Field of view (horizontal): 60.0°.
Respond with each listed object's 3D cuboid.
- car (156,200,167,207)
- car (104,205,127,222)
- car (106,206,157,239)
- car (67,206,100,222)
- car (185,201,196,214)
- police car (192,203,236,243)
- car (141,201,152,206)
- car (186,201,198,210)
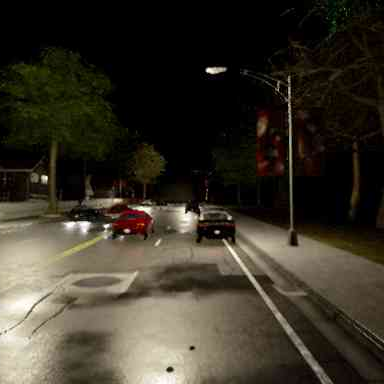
[{"bbox_3d":[-6.509,2.494,71.725,1.994,1.385,4.181,0,-1,0],"label":"car"},{"bbox_3d":[-6.599,1.893,30.240,1.812,1.442,4.674,0,-1,0],"label":"car"},{"bbox_3d":[-3.150,1.743,18.490,1.812,1.442,4.674,0,-1,0],"label":"car"},{"bbox_3d":[-9.849,1.933,30.375,1.994,1.385,4.181,0,-1,0],"label":"car"},{"bbox_3d":[0.062,2.069,43.582,1.812,1.442,4.674,0,-1,0],"label":"car"},{"bbox_3d":[1.135,1.632,17.585,1.930,1.638,5.238,0,-1,0],"label":"police car"},{"bbox_3d":[-9.759,2.536,71.694,1.895,1.301,4.718,0,-1,0],"label":"car"},{"bbox_3d":[-0.007,2.273,56.495,2.033,1.411,5.357,0,-1,0],"label":"car"}]
